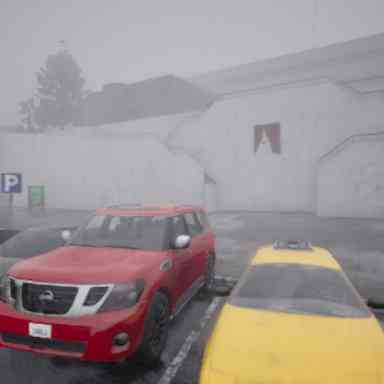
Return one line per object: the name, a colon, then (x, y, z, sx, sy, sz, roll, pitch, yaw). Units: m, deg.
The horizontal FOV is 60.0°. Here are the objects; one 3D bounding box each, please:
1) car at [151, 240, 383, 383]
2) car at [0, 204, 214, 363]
car: (1.394, 1.497, 4.589, 1.946, 1.575, 5.366, 0, -1, 16)
car: (-1.003, 1.288, 6.488, 2.435, 2.045, 5.566, 0, -1, 15)
